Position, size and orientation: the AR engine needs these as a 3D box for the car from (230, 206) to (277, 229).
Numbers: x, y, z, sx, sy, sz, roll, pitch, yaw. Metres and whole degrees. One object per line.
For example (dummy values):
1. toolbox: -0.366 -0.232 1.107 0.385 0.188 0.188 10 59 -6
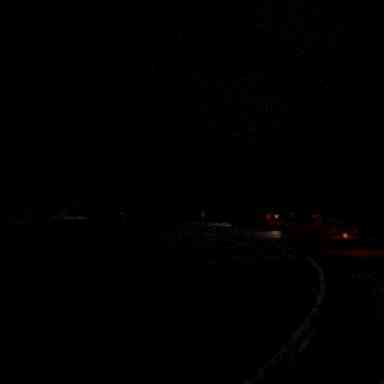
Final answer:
1. car: 5.164 1.943 26.881 2.097 1.767 4.553 1 -2 -36

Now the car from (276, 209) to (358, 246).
1. car: 6.510 1.878 17.521 1.882 1.535 5.008 1 -2 -10

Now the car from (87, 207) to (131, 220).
1. car: -9.119 2.304 36.165 4.718 1.301 1.895 0 -1 27
